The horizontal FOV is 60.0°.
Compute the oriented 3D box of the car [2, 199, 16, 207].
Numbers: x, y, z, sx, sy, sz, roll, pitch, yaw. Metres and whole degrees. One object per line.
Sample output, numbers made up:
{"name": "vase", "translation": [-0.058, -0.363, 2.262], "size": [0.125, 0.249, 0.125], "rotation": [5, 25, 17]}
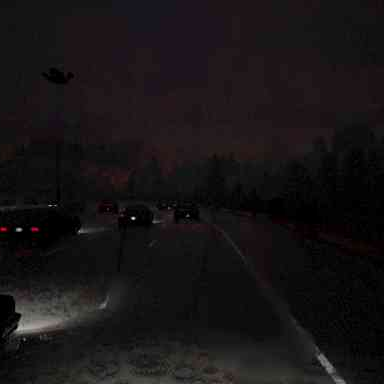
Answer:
{"name": "car", "translation": [-30.954, 1.772, 56.381], "size": [1.895, 1.301, 4.718], "rotation": [0, 0, -27]}

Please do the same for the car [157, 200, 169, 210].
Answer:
{"name": "car", "translation": [-3.370, 1.655, 42.811], "size": [1.895, 1.301, 4.718], "rotation": [0, 0, -14]}

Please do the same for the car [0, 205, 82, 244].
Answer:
{"name": "car", "translation": [-6.924, 1.555, 15.763], "size": [2.033, 1.411, 5.357], "rotation": [0, 0, -1]}

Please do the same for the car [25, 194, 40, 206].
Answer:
{"name": "car", "translation": [-28.997, 1.411, 60.205], "size": [2.150, 2.045, 5.566], "rotation": [0, 0, -29]}

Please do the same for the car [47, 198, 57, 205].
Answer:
{"name": "car", "translation": [-25.240, 1.729, 60.557], "size": [1.994, 1.385, 4.181], "rotation": [0, 0, -27]}

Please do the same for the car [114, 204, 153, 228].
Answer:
{"name": "car", "translation": [-3.706, 1.579, 22.362], "size": [1.994, 1.385, 4.181], "rotation": [0, 0, -3]}

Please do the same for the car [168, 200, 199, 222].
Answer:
{"name": "car", "translation": [-0.551, 1.511, 26.554], "size": [2.128, 1.511, 4.902], "rotation": [0, 0, -6]}

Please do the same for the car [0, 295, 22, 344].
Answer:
{"name": "car", "translation": [-3.399, 1.547, 2.362], "size": [2.033, 1.411, 5.357], "rotation": [0, 0, 0]}

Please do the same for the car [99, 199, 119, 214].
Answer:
{"name": "car", "translation": [-9.048, 1.537, 36.280], "size": [2.128, 1.511, 4.902], "rotation": [0, 0, -11]}
